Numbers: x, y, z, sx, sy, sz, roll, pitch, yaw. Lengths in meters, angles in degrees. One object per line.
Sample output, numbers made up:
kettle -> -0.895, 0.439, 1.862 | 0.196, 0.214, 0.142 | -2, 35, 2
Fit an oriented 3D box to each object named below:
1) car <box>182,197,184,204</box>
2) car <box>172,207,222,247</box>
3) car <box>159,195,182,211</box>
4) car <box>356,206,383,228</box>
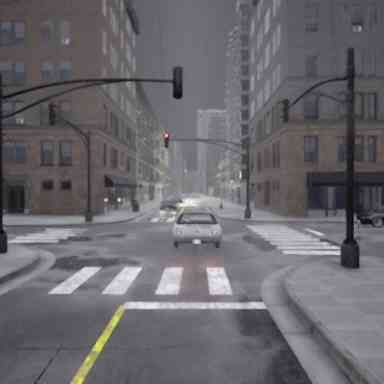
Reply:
car -> -2.416, 1.238, 55.411 | 1.837, 1.490, 4.892 | 0, 0, 1
car -> 0.203, 1.526, 14.542 | 1.895, 1.301, 4.718 | 0, 0, 1
car -> -2.578, 1.352, 37.812 | 2.033, 1.411, 5.357 | 0, 0, 0
car -> 12.517, 1.452, 20.647 | 4.313, 1.339, 1.947 | 0, 0, 0
